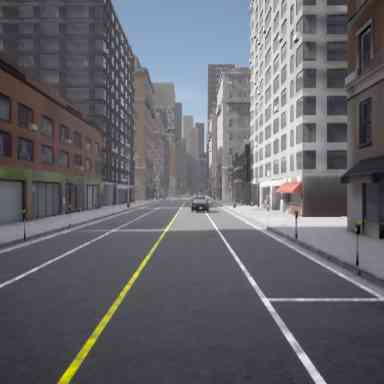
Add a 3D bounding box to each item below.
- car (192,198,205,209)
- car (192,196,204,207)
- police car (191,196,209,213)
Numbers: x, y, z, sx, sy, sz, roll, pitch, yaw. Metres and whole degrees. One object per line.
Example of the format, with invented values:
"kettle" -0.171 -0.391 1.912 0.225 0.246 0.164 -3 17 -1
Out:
"car" 0.900 1.544 47.040 1.812 1.442 4.674 0 0 0
"car" 0.899 1.488 53.230 1.801 1.575 5.366 0 0 0
"police car" 0.900 1.434 37.150 1.930 1.638 5.238 0 0 0
